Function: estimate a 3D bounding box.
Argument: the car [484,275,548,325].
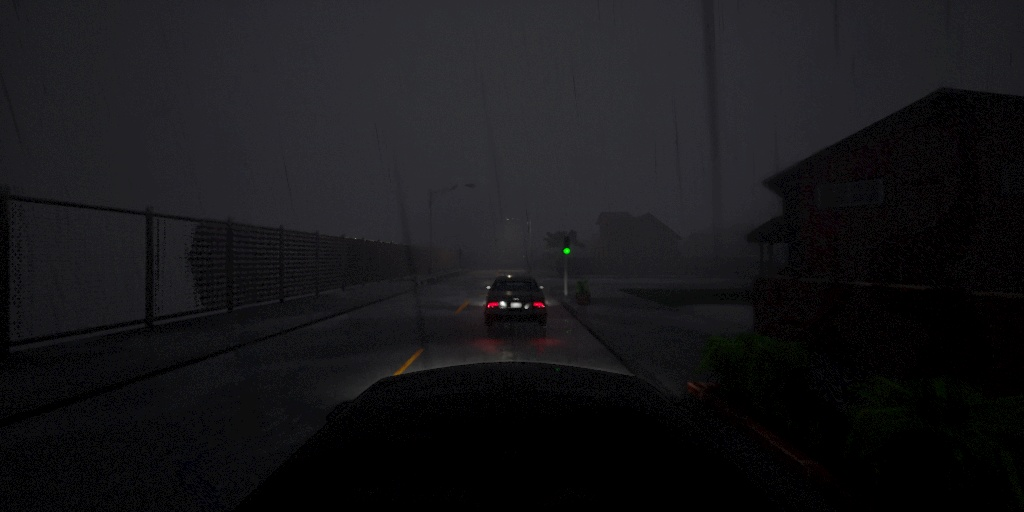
[{"bbox_3d":[0.104,1.350,11.937,2.033,1.411,5.357,0,0,0],"label":"car"}]
